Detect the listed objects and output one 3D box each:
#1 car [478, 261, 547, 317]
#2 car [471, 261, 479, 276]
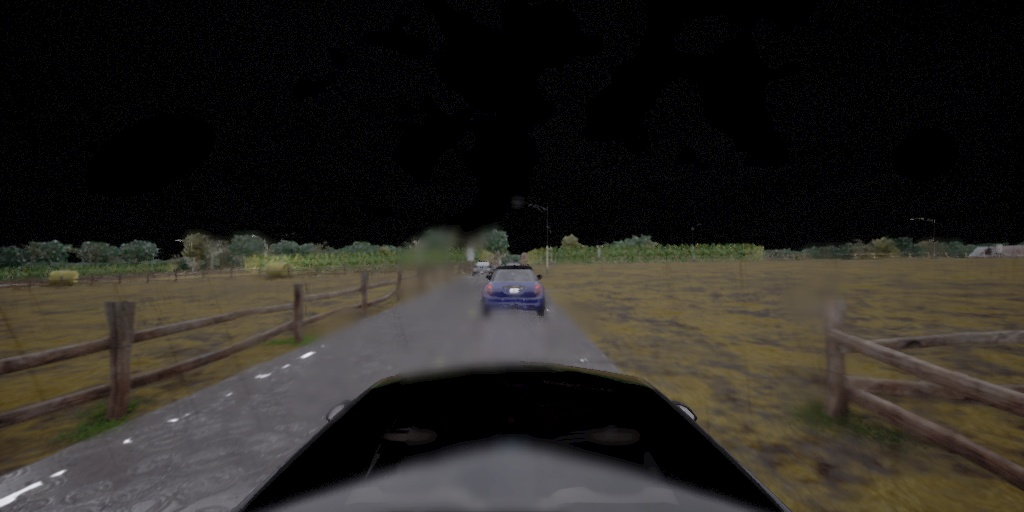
[{"bbox_3d":[0.082,1.104,13.400,2.097,1.767,4.553,0,0,0],"label":"car"},{"bbox_3d":[-2.849,1.237,35.919,1.812,1.442,4.674,0,0,0],"label":"car"}]
